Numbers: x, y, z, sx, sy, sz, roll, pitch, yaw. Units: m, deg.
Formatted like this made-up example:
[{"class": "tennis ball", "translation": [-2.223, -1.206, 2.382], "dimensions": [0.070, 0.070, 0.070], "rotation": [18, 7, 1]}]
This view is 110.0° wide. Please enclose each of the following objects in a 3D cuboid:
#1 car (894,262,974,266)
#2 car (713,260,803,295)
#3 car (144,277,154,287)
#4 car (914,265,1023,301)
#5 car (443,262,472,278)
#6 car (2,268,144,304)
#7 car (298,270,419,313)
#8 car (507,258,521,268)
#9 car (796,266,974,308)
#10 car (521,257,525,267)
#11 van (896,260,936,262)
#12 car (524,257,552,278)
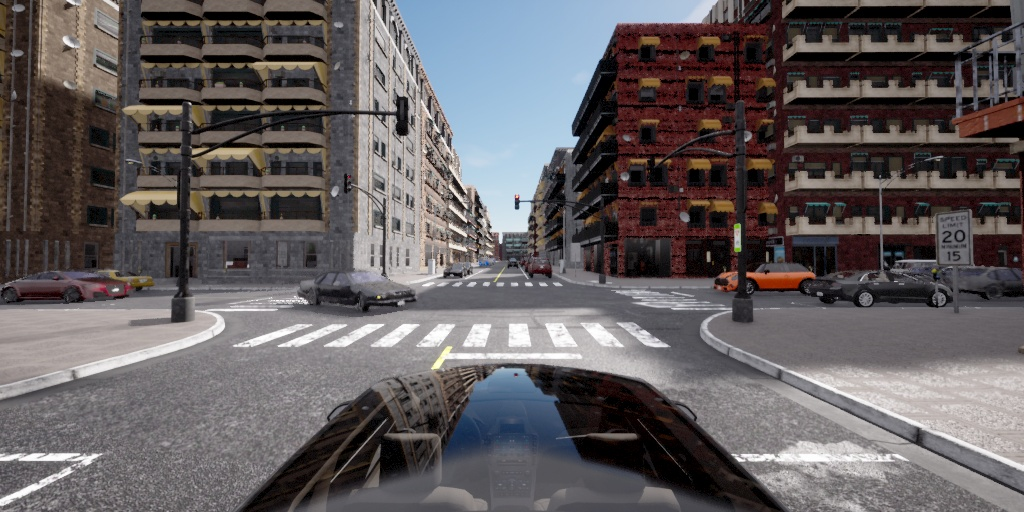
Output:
[{"class": "car", "translation": [22.419, 1.220, 18.865], "dimensions": [4.902, 1.511, 2.128], "rotation": [0, -1, 0]}, {"class": "car", "translation": [13.224, 1.102, 18.929], "dimensions": [4.553, 1.767, 2.097], "rotation": [0, -1, 1]}, {"class": "car", "translation": [-24.420, 1.436, 21.481], "dimensions": [4.829, 1.417, 1.751], "rotation": [0, 0, 0]}, {"class": "car", "translation": [21.527, 1.215, 15.917], "dimensions": [5.357, 1.411, 2.033], "rotation": [0, -1, 0]}, {"class": "car", "translation": [-5.277, 1.328, 33.736], "dimensions": [1.948, 1.339, 4.313], "rotation": [0, 0, 0]}, {"class": "car", "translation": [-19.738, 1.347, 16.063], "dimensions": [4.181, 1.385, 1.994], "rotation": [0, -1, 0]}, {"class": "car", "translation": [-6.117, 1.261, 13.922], "dimensions": [5.357, 1.411, 2.033], "rotation": [0, 0, 32]}, {"class": "car", "translation": [0.170, 1.321, 61.752], "dimensions": [1.837, 1.490, 4.892], "rotation": [0, 0, 0]}, {"class": "car", "translation": [13.759, 1.185, 13.466], "dimensions": [4.403, 1.370, 2.007], "rotation": [0, 0, 0]}, {"class": "car", "translation": [2.617, 1.086, 44.895], "dimensions": [2.192, 1.841, 5.009], "rotation": [0, 0, 0]}, {"class": "van", "translation": [24.926, 1.115, 21.305], "dimensions": [3.998, 1.789, 1.690], "rotation": [0, 0, 0]}, {"class": "car", "translation": [2.604, 1.076, 33.772], "dimensions": [2.192, 1.841, 5.009], "rotation": [0, 0, 0]}]
